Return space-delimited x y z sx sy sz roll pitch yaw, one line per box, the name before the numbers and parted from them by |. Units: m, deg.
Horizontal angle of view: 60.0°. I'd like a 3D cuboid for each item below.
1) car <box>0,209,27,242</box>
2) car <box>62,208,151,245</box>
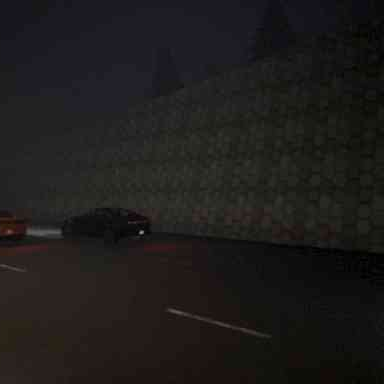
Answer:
car | -9.534 1.485 15.164 5.008 1.535 1.882 0 0 36
car | -4.107 1.502 15.573 4.902 1.511 2.128 0 0 36
